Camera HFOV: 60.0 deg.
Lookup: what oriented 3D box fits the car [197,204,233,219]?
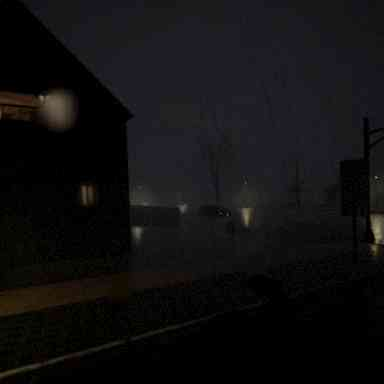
[{"bbox_3d":[2.330,2.048,35.208,1.837,1.490,4.892,-3,1,-30],"label":"car"}]
